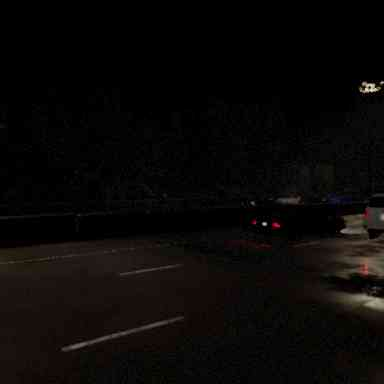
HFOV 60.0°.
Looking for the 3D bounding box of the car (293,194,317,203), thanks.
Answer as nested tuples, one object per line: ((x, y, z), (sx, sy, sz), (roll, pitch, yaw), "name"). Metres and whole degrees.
((14.898, 1.054, 40.397), (4.892, 1.490, 1.837), (-1, 1, -35), "car")

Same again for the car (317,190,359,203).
((16.998, 0.768, 37.597), (5.566, 2.045, 2.150), (-2, 1, -35), "car")

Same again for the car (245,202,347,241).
((5.229, 1.431, 16.071), (5.357, 1.411, 2.033), (-1, 0, -35), "car")

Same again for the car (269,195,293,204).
((12.650, 1.080, 43.091), (4.674, 1.442, 1.812), (-1, 1, -35), "car")

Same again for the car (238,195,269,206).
((8.733, 1.143, 44.605), (5.357, 1.411, 2.033), (-1, 1, -35), "car")

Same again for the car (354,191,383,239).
((10.068, 1.063, 15.224), (5.566, 2.045, 2.150), (-1, 1, -35), "car")
